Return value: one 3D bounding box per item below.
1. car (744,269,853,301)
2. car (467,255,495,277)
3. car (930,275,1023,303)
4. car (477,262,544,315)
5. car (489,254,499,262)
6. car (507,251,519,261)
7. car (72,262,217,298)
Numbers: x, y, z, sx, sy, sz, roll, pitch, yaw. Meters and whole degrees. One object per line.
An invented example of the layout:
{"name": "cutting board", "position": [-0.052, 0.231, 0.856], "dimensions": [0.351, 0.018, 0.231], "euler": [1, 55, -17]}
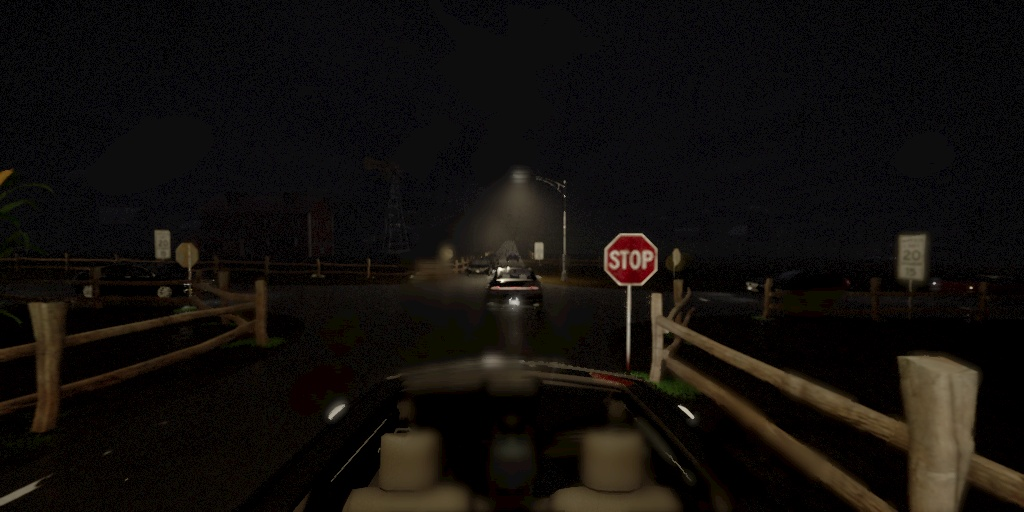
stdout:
{"name": "car", "position": [14.171, 1.367, 17.846], "dimensions": [4.674, 1.442, 1.812], "euler": [1, 2, 0]}
{"name": "car", "position": [-2.841, 0.958, 32.250], "dimensions": [1.882, 1.535, 5.008], "euler": [0, 1, 0]}
{"name": "car", "position": [24.033, 1.605, 17.821], "dimensions": [4.718, 1.301, 1.895], "euler": [1, 2, 0]}
{"name": "car", "position": [0.100, 1.157, 13.141], "dimensions": [2.128, 1.511, 4.902], "euler": [0, 1, 0]}
{"name": "car", "position": [-2.832, 0.781, 42.323], "dimensions": [1.837, 1.490, 4.892], "euler": [0, 1, 0]}
{"name": "car", "position": [0.103, -0.046, 64.541], "dimensions": [2.097, 1.767, 4.553], "euler": [0, 2, 0]}
{"name": "car", "position": [-15.245, 1.005, 15.044], "dimensions": [4.892, 1.490, 1.837], "euler": [1, 2, -2]}
